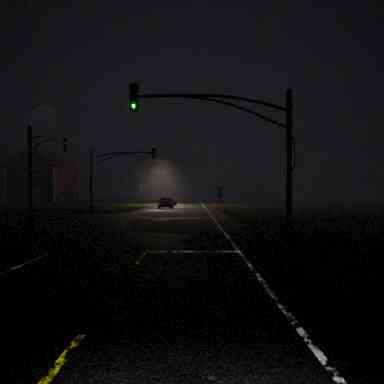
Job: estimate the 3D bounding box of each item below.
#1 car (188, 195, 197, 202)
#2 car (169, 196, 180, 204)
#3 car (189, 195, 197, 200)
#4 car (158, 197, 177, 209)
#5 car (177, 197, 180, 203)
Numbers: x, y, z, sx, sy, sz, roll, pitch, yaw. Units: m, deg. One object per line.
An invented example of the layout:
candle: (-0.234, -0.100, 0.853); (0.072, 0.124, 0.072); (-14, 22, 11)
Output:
car: (0.140, 1.405, 76.934); (1.882, 1.535, 5.008); (0, 0, 0)
car: (-3.425, 1.550, 64.945); (1.895, 1.301, 4.718); (0, 0, 1)
car: (0.157, 1.459, 86.621); (1.994, 1.385, 4.181); (0, 0, 0)
car: (-3.508, 1.453, 45.154); (1.882, 1.535, 5.008); (0, 0, 0)
car: (-3.480, 1.489, 55.016); (1.812, 1.442, 4.674); (0, 0, 1)
